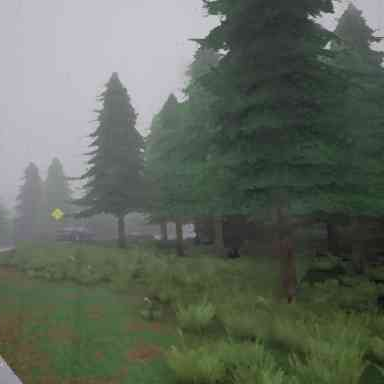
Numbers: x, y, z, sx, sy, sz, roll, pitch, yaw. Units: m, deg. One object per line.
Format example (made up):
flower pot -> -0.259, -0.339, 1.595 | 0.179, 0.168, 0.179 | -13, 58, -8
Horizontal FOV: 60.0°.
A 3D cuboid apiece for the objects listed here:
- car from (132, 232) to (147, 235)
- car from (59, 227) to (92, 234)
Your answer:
car -> -7.504, 6.107, 45.264 | 1.895, 1.301, 4.718 | -6, -9, 36
car -> -10.846, 4.132, 31.638 | 1.837, 1.490, 4.892 | -5, -9, 13
